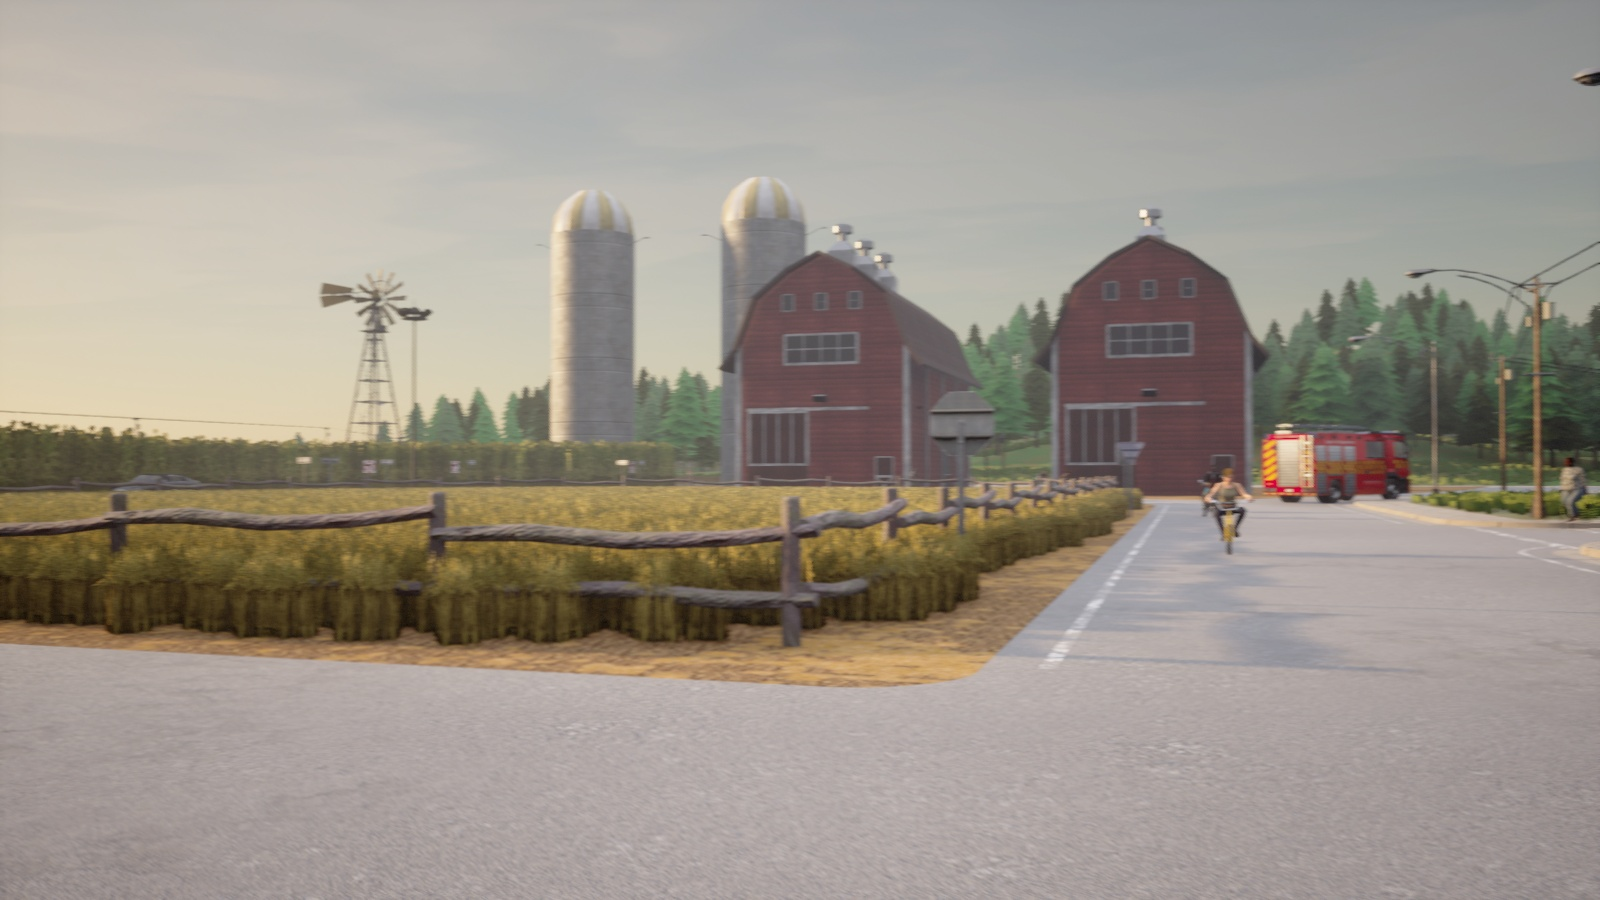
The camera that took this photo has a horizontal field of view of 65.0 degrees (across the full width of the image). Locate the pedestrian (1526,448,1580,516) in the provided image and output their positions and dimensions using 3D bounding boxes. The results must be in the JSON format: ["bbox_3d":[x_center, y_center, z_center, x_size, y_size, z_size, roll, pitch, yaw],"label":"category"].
[{"bbox_3d":[20.798,0.884,34.704,0.900,1.855,0.874,0,-1,-16],"label":"pedestrian"}]

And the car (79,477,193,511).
[{"bbox_3d":[-32.118,2.109,60.935,2.128,1.511,4.902,-1,-1,15],"label":"car"}]

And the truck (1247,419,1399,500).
[{"bbox_3d":[26.295,0.475,62.959,8.468,3.827,2.891,0,-1,-35],"label":"truck"}]

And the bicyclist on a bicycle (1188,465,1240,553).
[{"bbox_3d":[7.805,1.093,23.750,0.866,1.612,1.509,-1,-1,17],"label":"bicyclist on a bicycle"}]
